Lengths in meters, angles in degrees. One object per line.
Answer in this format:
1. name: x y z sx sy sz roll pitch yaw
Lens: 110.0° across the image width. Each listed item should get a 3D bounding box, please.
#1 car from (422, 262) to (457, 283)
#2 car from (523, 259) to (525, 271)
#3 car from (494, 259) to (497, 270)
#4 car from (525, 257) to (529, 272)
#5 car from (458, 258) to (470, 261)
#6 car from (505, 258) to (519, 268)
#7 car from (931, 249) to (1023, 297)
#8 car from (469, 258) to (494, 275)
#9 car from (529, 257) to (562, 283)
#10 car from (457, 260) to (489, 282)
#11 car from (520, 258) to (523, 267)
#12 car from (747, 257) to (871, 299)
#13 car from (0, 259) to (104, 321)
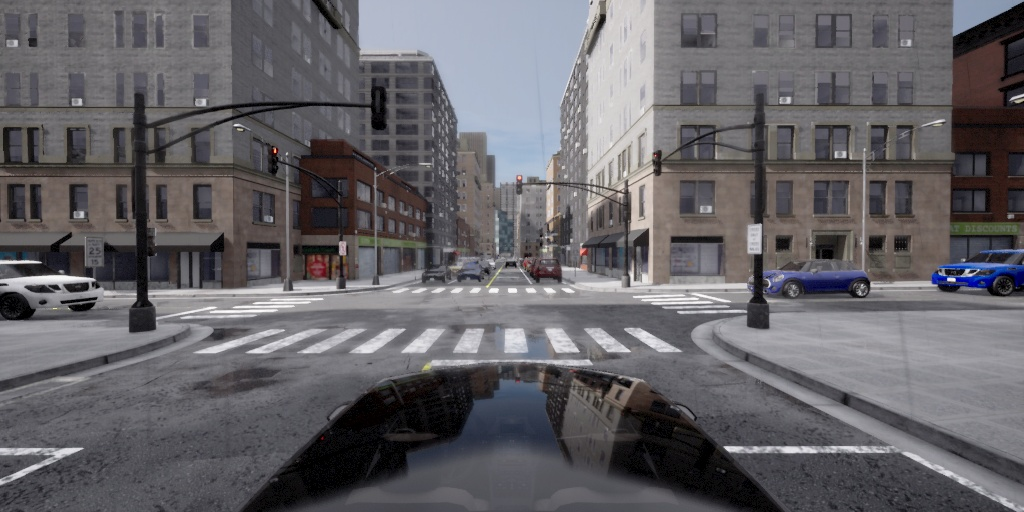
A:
1. car: -5.782 1.318 28.081 1.948 1.339 4.313 0 0 0
2. car: 2.670 1.276 45.048 1.751 1.417 4.829 0 0 0
3. car: -3.308 1.275 52.156 1.812 1.442 4.674 0 0 0
4. car: 2.720 1.067 33.706 2.192 1.841 5.009 0 0 0
5. car: -5.833 1.277 39.083 1.751 1.417 4.829 0 0 0
6. car: -0.171 1.223 61.290 1.882 1.535 5.008 0 0 0
7. car: 22.977 0.707 16.507 5.566 2.045 2.150 -1 1 0
8. car: -3.263 1.257 39.050 1.837 1.490 4.892 0 0 0
9. car: 2.744 1.066 28.120 2.192 1.841 5.009 0 0 0
10. car: -3.217 1.300 28.973 2.033 1.411 5.357 0 0 0
11. car: 2.646 1.064 50.464 2.192 1.841 5.009 0 0 0
12. car: 13.401 0.937 16.399 4.553 1.767 2.097 -1 1 -1
13. car: -18.451 1.145 12.945 5.566 2.045 2.150 -1 1 -2
